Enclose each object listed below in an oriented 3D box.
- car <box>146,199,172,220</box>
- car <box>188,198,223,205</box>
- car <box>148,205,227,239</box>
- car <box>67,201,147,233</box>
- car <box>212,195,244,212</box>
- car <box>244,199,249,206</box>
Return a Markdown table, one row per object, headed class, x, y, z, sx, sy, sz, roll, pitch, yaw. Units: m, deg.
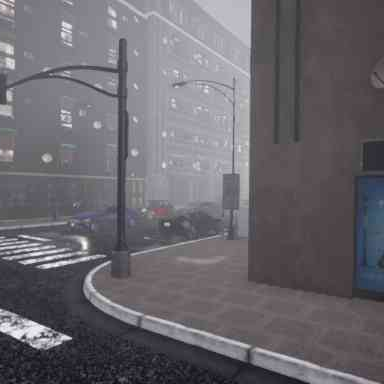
| class | x | y | z | sx | sy | sz | roll | pitch | yaw |
| --- | --- | --- | --- | --- | --- | --- | --- | --- | --- |
| car | -3.230 | 1.361 | 26.772 | 1.967 | 1.590 | 4.097 | 1 | 1 | 35 |
| car | 0.570 | 1.476 | 27.898 | 1.812 | 1.442 | 4.674 | 1 | 1 | 35 |
| car | 0.008 | 1.598 | 17.673 | 1.947 | 1.339 | 4.313 | 1 | 1 | 35 |
| car | -5.090 | 1.487 | 19.822 | 1.812 | 1.442 | 4.674 | 1 | 1 | 35 |
| car | 3.192 | 1.222 | 35.919 | 2.192 | 1.841 | 5.009 | 1 | 1 | 35 |
| car | 6.399 | 1.482 | 40.495 | 1.802 | 1.307 | 4.206 | 1 | 1 | 35 |
